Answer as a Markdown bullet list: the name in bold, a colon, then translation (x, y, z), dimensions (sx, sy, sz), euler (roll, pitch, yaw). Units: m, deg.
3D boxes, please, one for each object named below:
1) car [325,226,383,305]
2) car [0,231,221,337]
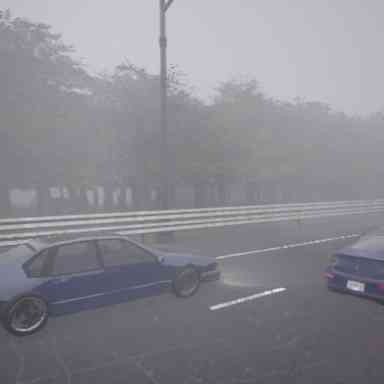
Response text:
- **car**: translation (4.709, 1.430, 7.088), dimensions (4.674, 1.442, 1.812), euler (-1, 1, -35)
- **car**: translation (-1.975, 1.521, 6.633), dimensions (5.357, 1.411, 2.033), euler (-1, 1, -35)
